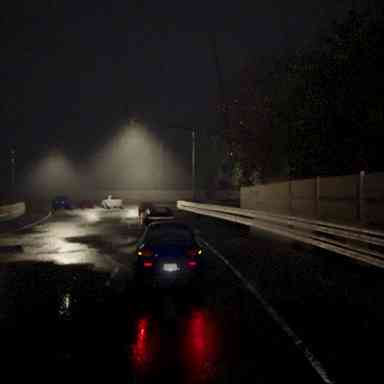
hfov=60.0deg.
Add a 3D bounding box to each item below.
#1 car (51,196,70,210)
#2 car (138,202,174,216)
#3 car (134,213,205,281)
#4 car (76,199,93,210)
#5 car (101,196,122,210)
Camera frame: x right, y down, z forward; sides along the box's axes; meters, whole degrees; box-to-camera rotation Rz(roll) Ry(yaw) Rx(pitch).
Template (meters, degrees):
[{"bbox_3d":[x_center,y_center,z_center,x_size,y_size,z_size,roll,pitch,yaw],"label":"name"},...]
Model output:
[{"bbox_3d":[-19.348,1.599,48.998,2.150,2.045,5.566,0,-1,-28],"label":"car"},{"bbox_3d":[-2.098,1.642,20.495,2.128,1.511,4.902,0,0,-9],"label":"car"},{"bbox_3d":[-0.702,1.598,10.008,1.812,1.442,4.674,0,0,-5],"label":"car"},{"bbox_3d":[-16.481,1.865,50.939,1.882,1.535,5.008,0,0,-28],"label":"car"},{"bbox_3d":[-12.156,1.598,50.309,2.150,2.045,5.566,0,-1,-26],"label":"car"}]
